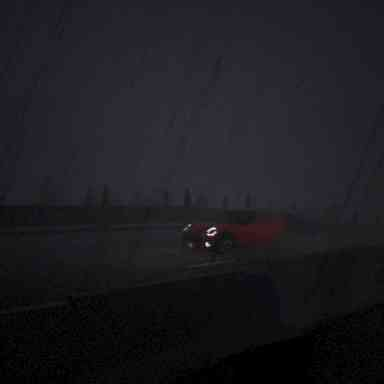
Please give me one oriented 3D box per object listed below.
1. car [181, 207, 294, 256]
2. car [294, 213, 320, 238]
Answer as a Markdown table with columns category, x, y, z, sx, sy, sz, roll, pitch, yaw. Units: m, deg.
| category | x | y | z | sx | sy | sz | roll | pitch | yaw |
| --- | --- | --- | --- | --- | --- | --- | --- | --- | --- |
| car | 1.798 | 1.516 | 13.853 | 4.553 | 1.767 | 2.097 | 3 | -2 | -35 |
| car | 6.146 | 2.082 | 21.211 | 4.892 | 1.490 | 1.837 | 6 | -3 | -35 |
